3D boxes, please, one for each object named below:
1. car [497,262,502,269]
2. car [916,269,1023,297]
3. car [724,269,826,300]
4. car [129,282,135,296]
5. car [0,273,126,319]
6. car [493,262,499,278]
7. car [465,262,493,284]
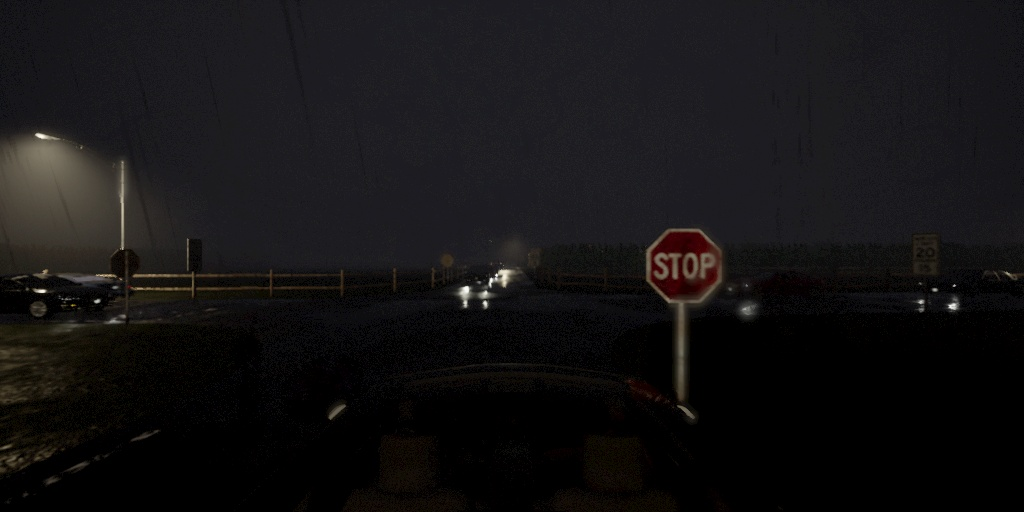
[{"bbox_3d":[-2.872,1.833,51.267,1.895,1.301,4.718,0,-1,0],"label":"car"},{"bbox_3d":[25.247,1.429,19.541,5.357,1.411,2.033,0,0,-8],"label":"car"},{"bbox_3d":[13.255,1.405,18.159,4.674,1.442,1.812,0,0,-5],"label":"car"},{"bbox_3d":[-20.198,1.458,15.900,5.357,1.411,2.033,0,0,-2],"label":"car"},{"bbox_3d":[-17.560,1.412,13.000,4.892,1.490,1.837,0,0,-2],"label":"car"},{"bbox_3d":[-2.880,1.696,40.504,1.994,1.385,4.181,0,-1,0],"label":"car"},{"bbox_3d":[-2.838,1.514,30.520,1.882,1.535,5.008,0,-1,-1],"label":"car"}]
